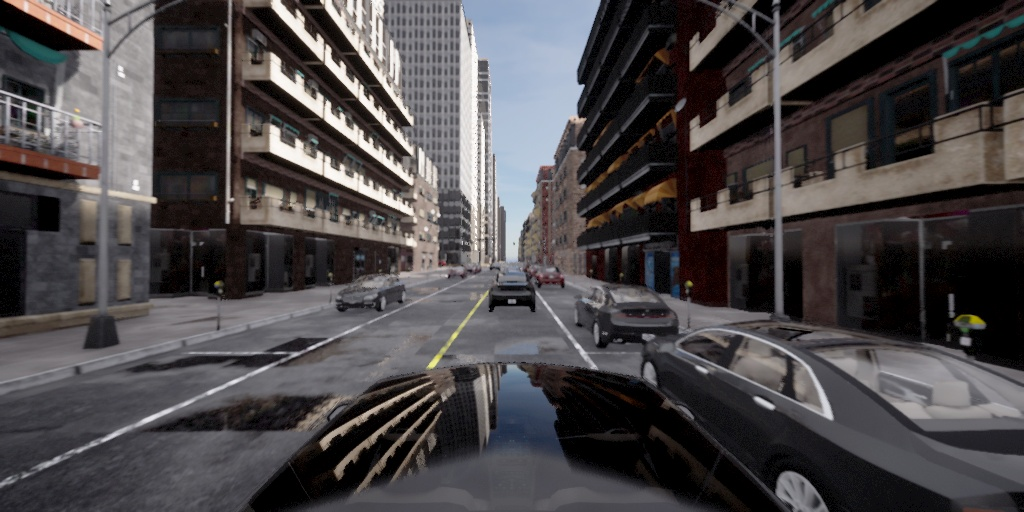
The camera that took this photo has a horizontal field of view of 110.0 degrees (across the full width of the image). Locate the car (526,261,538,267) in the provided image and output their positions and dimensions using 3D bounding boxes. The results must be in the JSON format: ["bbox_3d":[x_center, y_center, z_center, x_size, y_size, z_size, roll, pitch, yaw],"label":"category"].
[{"bbox_3d":[2.692,1.572,37.657,1.967,1.591,4.097,0,0,0],"label":"car"}]

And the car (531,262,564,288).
[{"bbox_3d":[2.691,1.450,26.293,1.967,1.591,4.097,0,0,0],"label":"car"}]

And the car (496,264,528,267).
[{"bbox_3d":[0.010,1.591,29.368,2.033,1.411,5.357,0,-1,0],"label":"car"}]

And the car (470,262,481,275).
[{"bbox_3d":[-5.688,1.696,49.021,1.967,1.591,4.097,0,0,0],"label":"car"}]

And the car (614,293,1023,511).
[{"bbox_3d":[2.690,1.320,3.566,2.007,1.370,4.403,0,0,0],"label":"car"}]

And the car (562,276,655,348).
[{"bbox_3d":[2.691,1.380,9.248,2.007,1.370,4.403,0,0,0],"label":"car"}]

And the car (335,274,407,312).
[{"bbox_3d":[-5.690,1.440,14.928,2.007,1.370,4.403,0,0,0],"label":"car"}]

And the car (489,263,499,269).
[{"bbox_3d":[-3.020,1.894,63.636,1.882,1.535,5.008,0,-1,0],"label":"car"}]

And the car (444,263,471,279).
[{"bbox_3d":[-5.688,1.714,37.656,1.802,1.307,4.207,0,0,0],"label":"car"}]

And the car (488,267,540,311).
[{"bbox_3d":[0.021,1.401,15.351,1.837,1.490,4.892,0,0,0],"label":"car"}]
